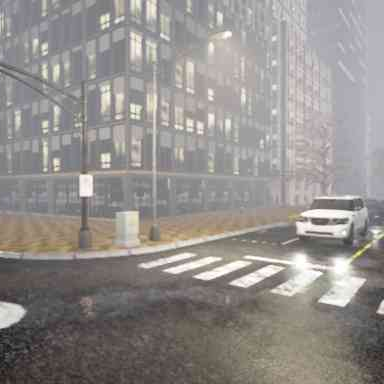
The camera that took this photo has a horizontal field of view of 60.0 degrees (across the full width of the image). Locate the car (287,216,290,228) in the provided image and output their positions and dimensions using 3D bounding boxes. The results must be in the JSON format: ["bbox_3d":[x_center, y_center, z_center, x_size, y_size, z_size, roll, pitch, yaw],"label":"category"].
[{"bbox_3d":[7.456,1.464,21.031,1.752,1.417,4.829,0,0,36],"label":"car"}]

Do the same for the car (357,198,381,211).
[{"bbox_3d":[20.971,1.481,39.298,1.947,1.339,4.313,0,0,36],"label":"car"}]

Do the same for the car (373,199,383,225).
[{"bbox_3d":[12.962,1.496,24.103,2.033,1.411,5.357,0,0,36],"label":"car"}]

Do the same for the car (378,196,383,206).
[{"bbox_3d":[30.930,1.419,52.759,1.752,1.417,4.829,0,0,36],"label":"car"}]

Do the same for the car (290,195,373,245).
[{"bbox_3d":[6.808,1.180,15.786,2.150,2.045,5.566,0,0,37],"label":"car"}]
